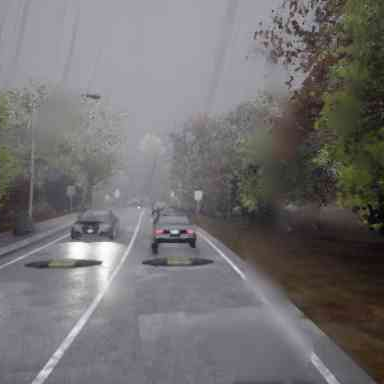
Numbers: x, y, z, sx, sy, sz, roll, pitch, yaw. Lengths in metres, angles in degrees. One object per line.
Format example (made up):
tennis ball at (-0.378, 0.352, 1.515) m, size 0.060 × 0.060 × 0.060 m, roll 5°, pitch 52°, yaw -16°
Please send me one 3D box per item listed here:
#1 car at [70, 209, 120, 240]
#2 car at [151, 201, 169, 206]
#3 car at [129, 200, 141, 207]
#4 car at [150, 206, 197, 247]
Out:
car at (-4.835, 1.578, 17.105) m, size 1.994 × 1.385 × 4.181 m, roll 0°, pitch 0°, yaw -6°
car at (-3.323, 1.605, 34.820) m, size 2.033 × 1.411 × 5.357 m, roll 0°, pitch 0°, yaw -7°
car at (-10.205, 2.107, 60.075) m, size 1.994 × 1.385 × 4.181 m, roll 0°, pitch -3°, yaw -7°
car at (-0.897, 1.578, 15.124) m, size 2.033 × 1.411 × 5.357 m, roll 0°, pitch 0°, yaw -6°
